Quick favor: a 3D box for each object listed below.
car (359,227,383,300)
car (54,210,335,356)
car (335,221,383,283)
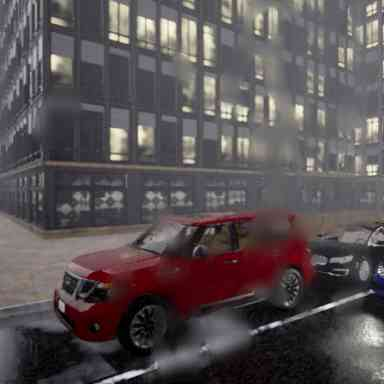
[{"bbox_3d":[5.769,1.524,7.148,4.674,1.442,1.812,0,0,-35],"label":"car"},{"bbox_3d":[0.188,1.314,6.226,5.009,1.841,2.192,0,0,-35],"label":"car"},{"bbox_3d":[4.788,1.549,9.482,4.403,1.369,2.008,0,0,-35],"label":"car"}]
